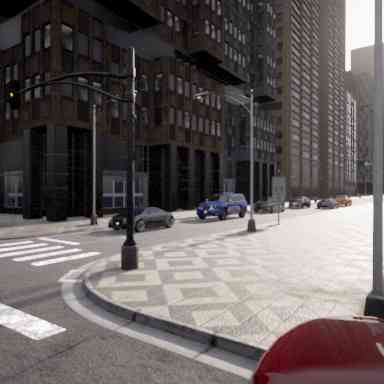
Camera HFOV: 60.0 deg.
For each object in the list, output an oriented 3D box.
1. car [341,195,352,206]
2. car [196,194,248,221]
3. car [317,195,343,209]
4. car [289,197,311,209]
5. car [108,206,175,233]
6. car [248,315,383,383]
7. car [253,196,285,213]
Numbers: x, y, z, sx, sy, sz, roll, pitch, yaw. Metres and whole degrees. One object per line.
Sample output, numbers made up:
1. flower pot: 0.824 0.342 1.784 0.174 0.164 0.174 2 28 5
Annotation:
1. car: 22.946 1.220 50.807 2.097 1.767 4.553 0 0 35
2. car: 2.605 1.154 27.409 2.150 2.045 5.566 0 0 35
3. car: 17.765 1.454 43.381 1.994 1.385 4.181 0 0 36
4. car: 14.225 1.378 43.770 2.128 1.511 4.902 0 0 35
5. car: -2.881 1.518 19.644 1.994 1.385 4.181 0 0 35
6. car: 2.545 1.316 1.145 5.009 1.841 2.192 0 0 35
7. car: 8.241 1.263 35.364 2.097 1.767 4.553 0 0 35
